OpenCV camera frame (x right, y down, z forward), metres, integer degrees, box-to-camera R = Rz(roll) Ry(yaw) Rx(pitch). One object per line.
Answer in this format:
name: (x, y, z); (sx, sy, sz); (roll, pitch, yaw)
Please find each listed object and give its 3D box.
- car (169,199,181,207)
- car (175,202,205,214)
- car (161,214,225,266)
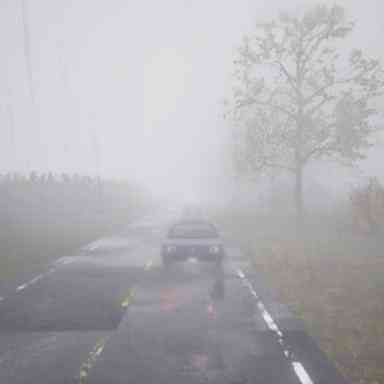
car: (-2.781, 1.925, 57.100); (1.994, 1.385, 4.181); (0, 0, 1)
car: (0.034, 1.725, 25.225); (2.033, 1.411, 5.357); (0, 0, 0)
car: (0.044, 1.689, 11.782); (1.895, 1.301, 4.718); (0, 0, 1)
